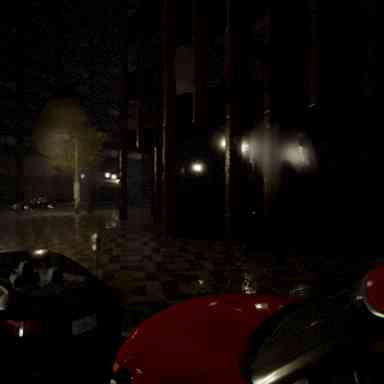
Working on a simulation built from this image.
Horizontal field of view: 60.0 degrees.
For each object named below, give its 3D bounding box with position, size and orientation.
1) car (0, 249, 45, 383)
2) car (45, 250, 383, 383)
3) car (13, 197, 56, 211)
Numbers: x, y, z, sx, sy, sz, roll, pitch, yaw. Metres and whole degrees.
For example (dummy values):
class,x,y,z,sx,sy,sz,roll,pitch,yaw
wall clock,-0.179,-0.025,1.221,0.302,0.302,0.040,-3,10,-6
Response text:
class,x,y,z,sx,sy,sz,roll,pitch,yaw
car,-2.933,1.563,5.043,4.313,1.339,1.947,0,0,35
car,1.664,1.315,1.780,5.009,1.841,2.192,0,0,35
car,-18.716,1.426,39.644,1.837,1.490,4.892,0,0,35
